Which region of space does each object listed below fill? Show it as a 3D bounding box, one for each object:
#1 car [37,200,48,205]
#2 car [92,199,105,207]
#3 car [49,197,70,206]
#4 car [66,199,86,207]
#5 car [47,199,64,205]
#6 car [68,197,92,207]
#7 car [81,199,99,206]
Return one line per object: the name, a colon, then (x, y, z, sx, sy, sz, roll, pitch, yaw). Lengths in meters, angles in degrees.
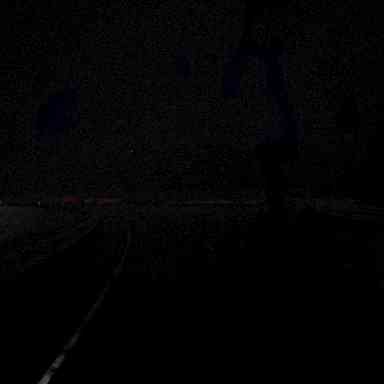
car: (-35.031, 2.385, 76.986, 4.718, 1.301, 1.895, -1, -1, 39)
car: (-18.659, 2.187, 64.619, 2.128, 1.511, 4.902, 0, -1, -39)
car: (-27.370, 2.321, 69.510, 2.033, 1.411, 5.357, 0, -1, -45)
car: (-25.213, 2.320, 72.331, 2.128, 1.511, 4.902, 0, -1, -45)
car: (-32.701, 2.314, 79.600, 4.674, 1.442, 1.812, -1, -1, 39)
car: (-20.806, 2.175, 61.682, 1.837, 1.490, 4.892, 0, -1, -39)
car: (-23.105, 2.321, 75.253, 1.812, 1.442, 4.674, 0, -1, -45)
